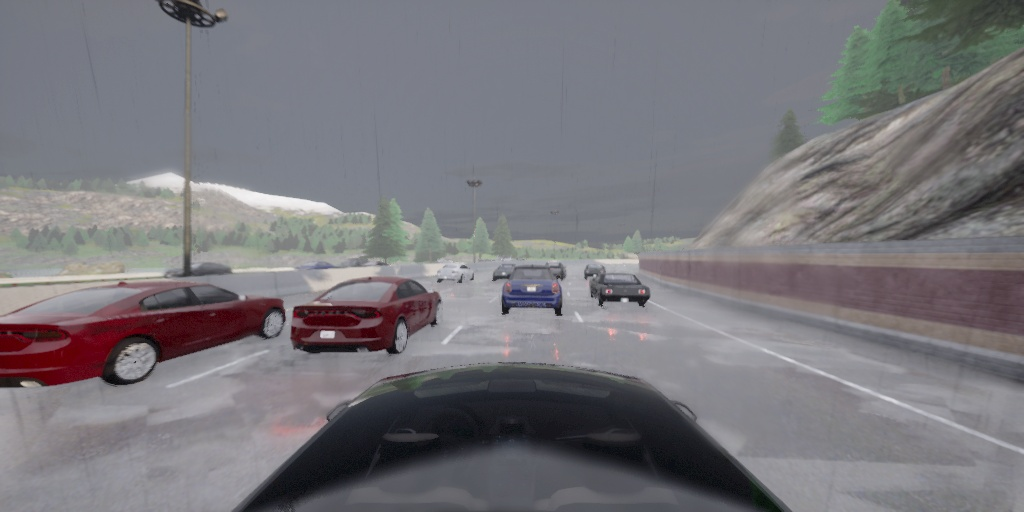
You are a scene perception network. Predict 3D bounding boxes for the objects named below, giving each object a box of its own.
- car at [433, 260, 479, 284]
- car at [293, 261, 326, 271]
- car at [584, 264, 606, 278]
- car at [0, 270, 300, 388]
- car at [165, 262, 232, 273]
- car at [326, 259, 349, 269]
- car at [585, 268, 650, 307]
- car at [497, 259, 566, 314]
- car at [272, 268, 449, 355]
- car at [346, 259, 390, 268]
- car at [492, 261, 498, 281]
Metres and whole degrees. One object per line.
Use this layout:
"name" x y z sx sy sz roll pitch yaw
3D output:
"car" -4.266 1.285 27.499 1.812 1.442 4.674 0 0 10
"car" -20.294 1.242 37.044 1.812 1.442 4.674 0 0 13
"car" 7.701 1.403 33.078 1.895 1.301 4.718 0 0 14
"car" -6.684 1.211 7.011 1.882 1.535 5.008 0 0 2
"car" -25.462 1.219 29.342 1.812 1.442 4.674 0 0 10
"car" -16.577 1.082 37.495 2.097 1.767 4.553 0 0 14
"car" 4.501 1.378 15.715 1.895 1.301 4.718 0 0 6
"car" 0.841 1.116 13.989 2.097 1.767 4.553 0 0 5
"car" -3.096 1.224 8.734 1.882 1.535 5.008 0 0 3
"car" -13.588 1.262 34.995 1.812 1.442 4.674 0 0 13
"car" -0.232 1.338 29.718 1.994 1.385 4.181 0 0 12
